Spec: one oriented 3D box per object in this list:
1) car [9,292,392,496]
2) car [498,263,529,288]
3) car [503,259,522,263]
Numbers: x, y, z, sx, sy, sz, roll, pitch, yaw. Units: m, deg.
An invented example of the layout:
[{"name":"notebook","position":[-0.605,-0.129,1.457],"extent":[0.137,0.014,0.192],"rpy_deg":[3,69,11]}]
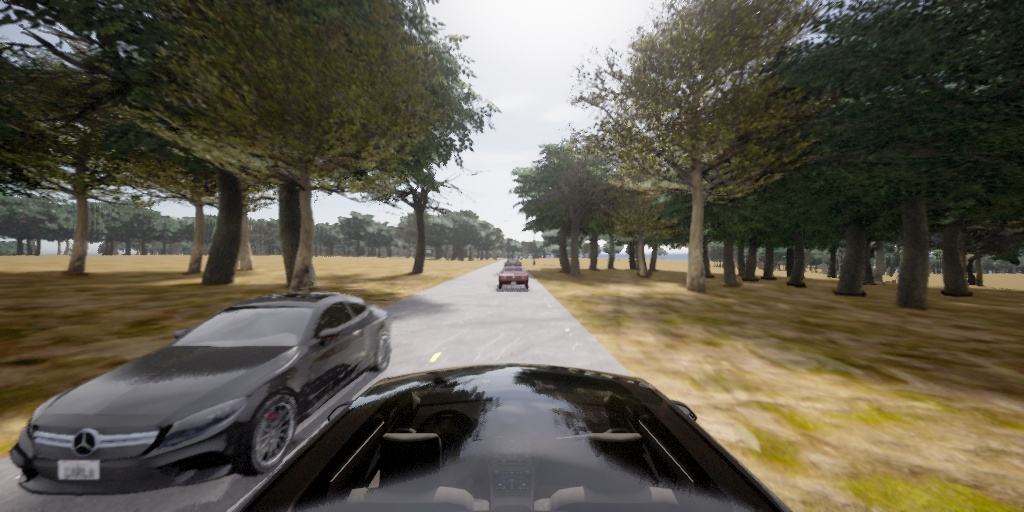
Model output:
[{"name":"car","position":[-3.100,1.272,4.895],"extent":[1.812,1.442,4.674],"rpy_deg":[0,0,0]},{"name":"car","position":[0.100,1.330,23.541],"extent":[1.895,1.301,4.718],"rpy_deg":[0,0,0]},{"name":"car","position":[0.100,1.079,41.407],"extent":[2.097,1.767,4.553],"rpy_deg":[0,0,0]}]
